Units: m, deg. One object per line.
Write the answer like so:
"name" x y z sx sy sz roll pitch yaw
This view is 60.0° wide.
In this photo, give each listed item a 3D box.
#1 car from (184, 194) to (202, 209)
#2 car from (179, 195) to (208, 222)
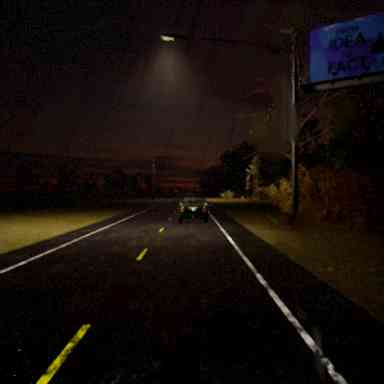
"car" 0.102 1.170 41.512 2.097 1.767 4.553 0 0 0
"car" 0.099 1.242 25.553 2.097 1.767 4.553 0 0 0
